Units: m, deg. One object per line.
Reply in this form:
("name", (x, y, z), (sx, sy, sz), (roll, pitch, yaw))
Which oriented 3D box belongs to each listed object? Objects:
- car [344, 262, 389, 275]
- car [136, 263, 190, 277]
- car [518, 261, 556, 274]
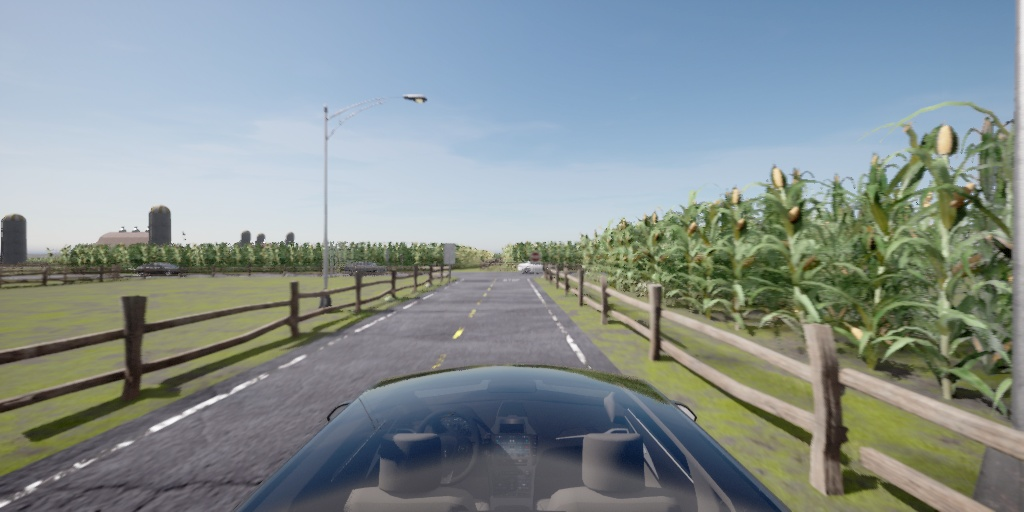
("car", (-16.182, 1.393, 40.161), (4.902, 1.511, 2.128), (0, 0, 0))
("car", (-39.078, 1.543, 40.195), (4.892, 1.490, 1.837), (0, 0, 0))
("car", (2.960, 1.250, 40.136), (4.674, 1.442, 1.812), (0, 0, 0))
